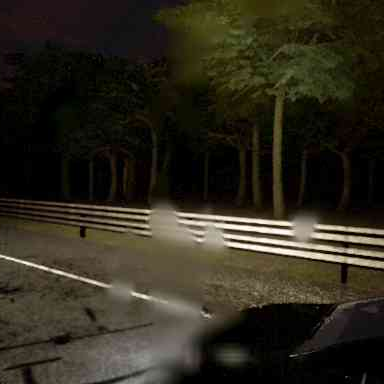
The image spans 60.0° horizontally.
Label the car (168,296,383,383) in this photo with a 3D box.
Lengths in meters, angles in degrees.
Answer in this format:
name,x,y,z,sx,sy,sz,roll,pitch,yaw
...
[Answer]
name,x,y,z,sx,sy,sz,roll,pitch,yaw
car,1.835,1.566,2.564,4.181,1.385,1.994,2,1,35
